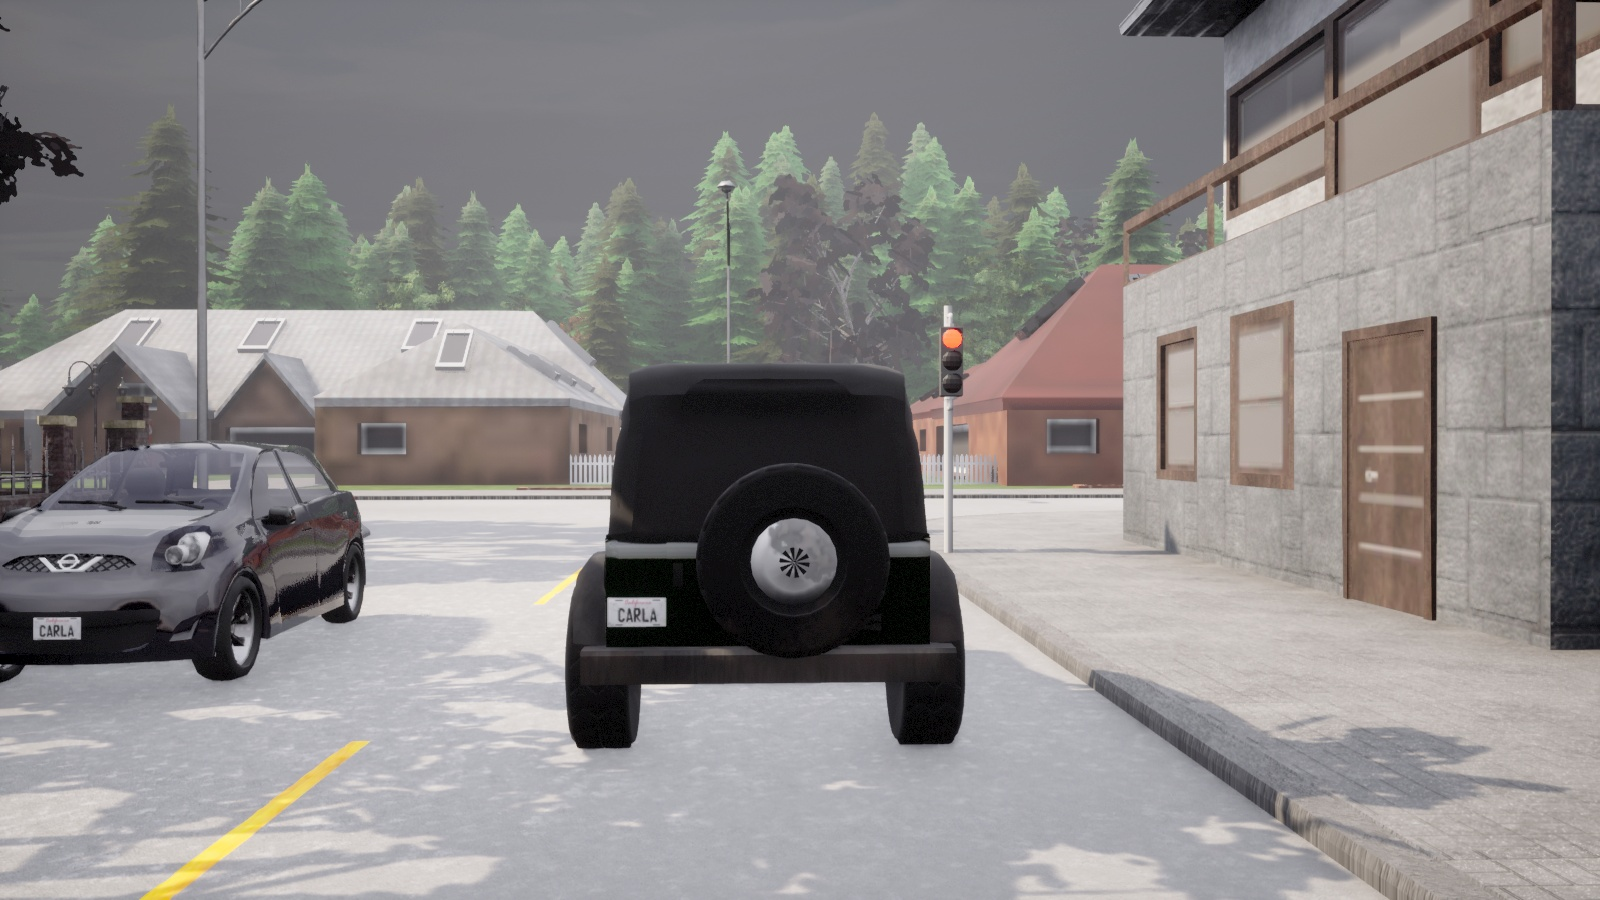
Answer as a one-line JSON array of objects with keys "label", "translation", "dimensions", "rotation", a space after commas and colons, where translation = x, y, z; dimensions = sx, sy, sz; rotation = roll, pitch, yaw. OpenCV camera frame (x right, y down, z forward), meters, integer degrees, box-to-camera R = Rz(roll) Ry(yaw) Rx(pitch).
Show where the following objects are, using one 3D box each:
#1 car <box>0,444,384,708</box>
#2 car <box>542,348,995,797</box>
[{"label": "car", "translation": [-4.375, 0.706, 8.967], "dimensions": [1.845, 1.501, 3.633], "rotation": [0, 0, -4]}, {"label": "car", "translation": [-0.221, 0.501, 7.216], "dimensions": [1.905, 1.878, 3.866], "rotation": [0, 0, -3]}]
